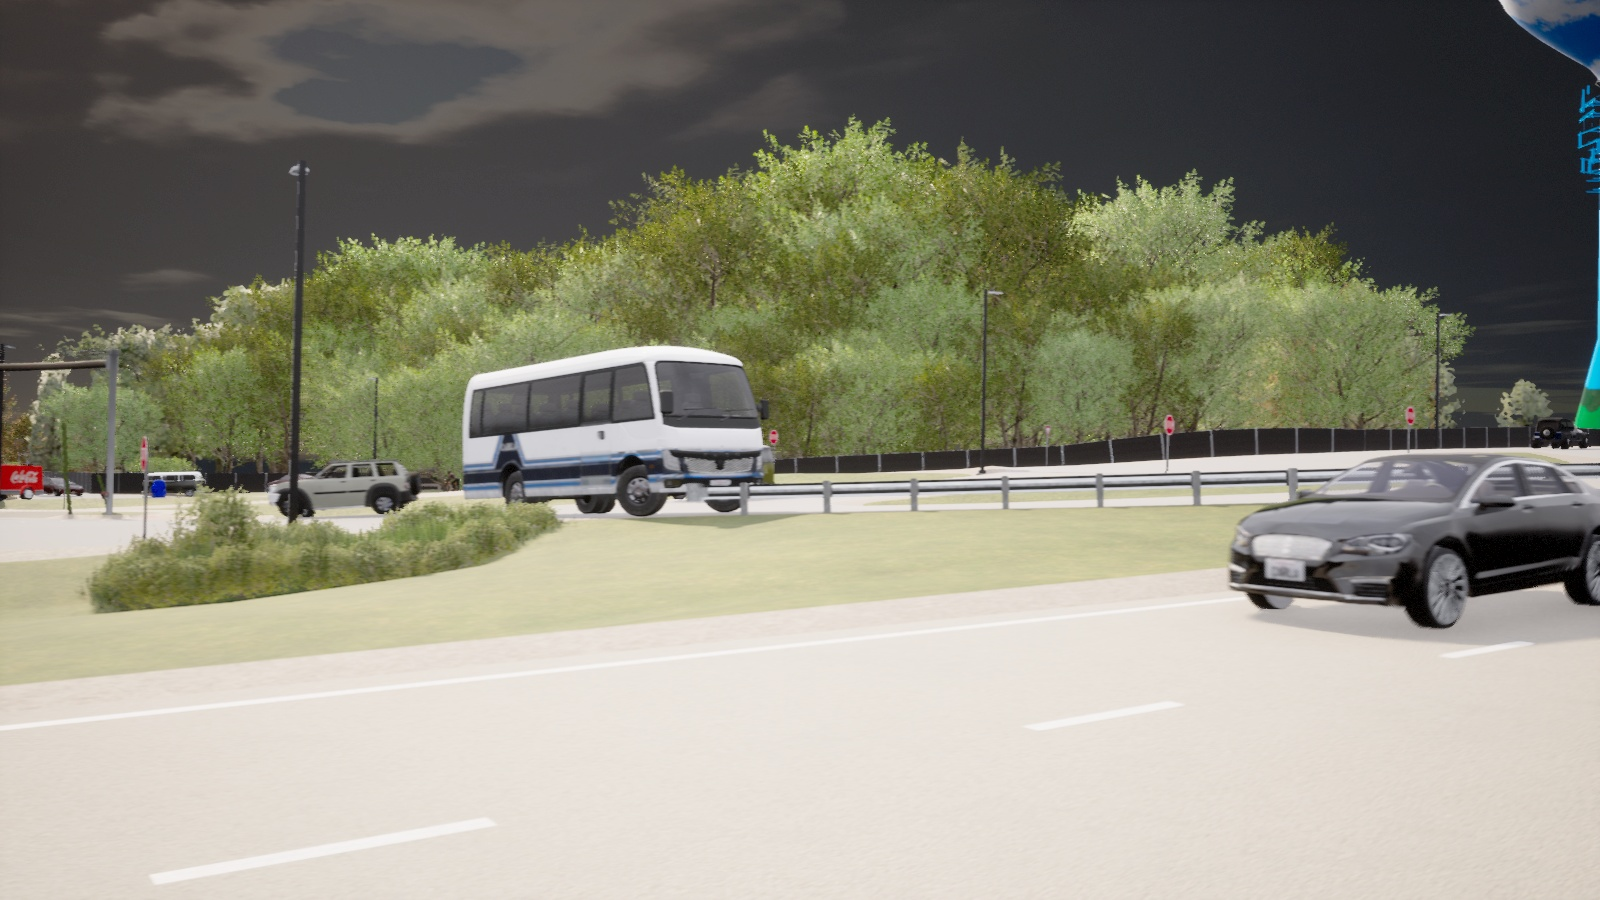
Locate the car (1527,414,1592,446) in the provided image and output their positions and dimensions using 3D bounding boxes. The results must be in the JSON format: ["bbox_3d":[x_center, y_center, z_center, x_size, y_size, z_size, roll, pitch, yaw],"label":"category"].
[{"bbox_3d":[45.587,-1.193,75.325,3.866,1.878,1.905,-1,1,-35],"label":"car"}]

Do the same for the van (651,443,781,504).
[{"bbox_3d":[-3.072,0.829,46.400,4.442,1.987,1.775,-3,1,-35],"label":"van"}]

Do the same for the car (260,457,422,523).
[{"bbox_3d":[-14.880,1.325,40.954,4.605,1.855,1.932,-3,-3,-9],"label":"car"}]

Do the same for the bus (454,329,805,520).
[{"bbox_3d":[-4.883,-0.378,33.440,3.944,4.253,10.273,0,-3,-43],"label":"bus"}]

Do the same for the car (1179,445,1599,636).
[{"bbox_3d":[6.148,0.716,12.202,4.902,1.511,2.128,0,0,-35],"label":"car"}]
